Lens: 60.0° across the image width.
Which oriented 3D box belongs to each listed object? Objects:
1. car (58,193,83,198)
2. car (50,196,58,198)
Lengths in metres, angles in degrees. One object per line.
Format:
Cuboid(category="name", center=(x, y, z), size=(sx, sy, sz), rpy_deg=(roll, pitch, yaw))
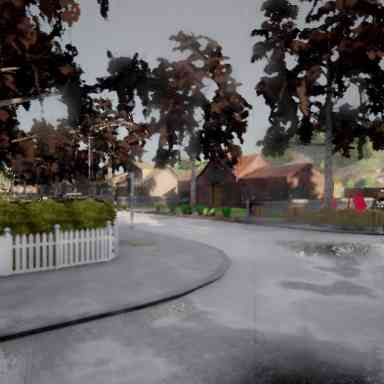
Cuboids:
Cuboid(category="car", center=(-18.339, 1.214, 50.936), size=(2.150, 2.045, 5.566), rpy_deg=(0, 0, -35))
Cuboid(category="car", center=(-24.559, 1.484, 59.586), size=(2.128, 1.511, 4.902), rpy_deg=(0, 0, -36))
